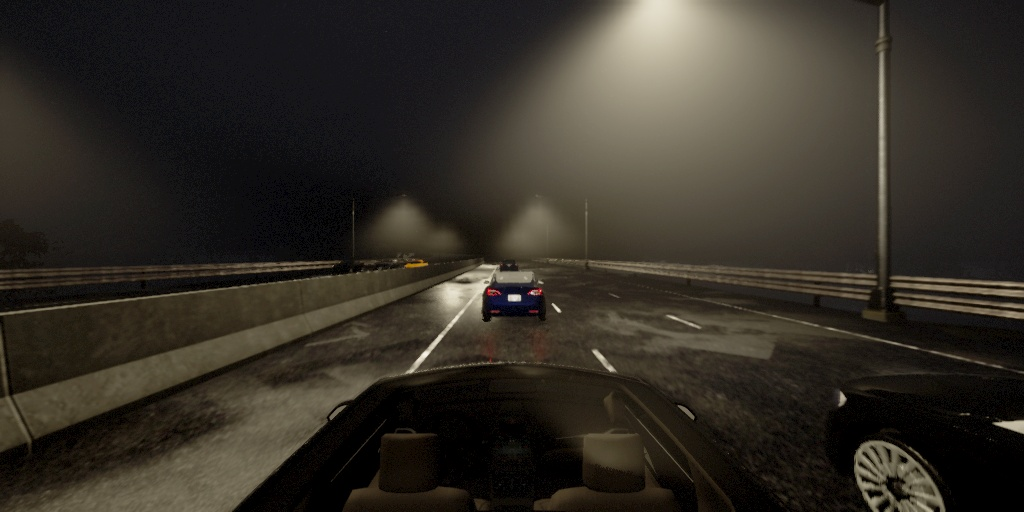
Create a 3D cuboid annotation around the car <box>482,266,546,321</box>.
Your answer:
[{"bbox_3d":[0.056,1.248,12.495,2.163,1.488,4.792,0,0,0],"label":"car"}]

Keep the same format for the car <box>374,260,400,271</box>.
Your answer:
[{"bbox_3d":[-14.567,1.236,41.998,2.128,1.511,4.902,0,0,-1],"label":"car"}]

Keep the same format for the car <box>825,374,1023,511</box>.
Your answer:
[{"bbox_3d":[3.594,1.240,1.046,2.128,1.511,4.902,0,0,0],"label":"car"}]

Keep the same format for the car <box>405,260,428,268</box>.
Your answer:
[{"bbox_3d":[-11.065,1.221,41.865,1.882,1.535,5.008,0,0,-1],"label":"car"}]

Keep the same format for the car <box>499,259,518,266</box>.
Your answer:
[{"bbox_3d":[-0.376,1.092,41.963,2.097,1.767,4.553,0,0,-1],"label":"car"}]

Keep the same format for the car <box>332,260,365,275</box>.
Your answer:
[{"bbox_3d":[-18.017,1.225,39.723,1.882,1.535,5.008,0,0,-1],"label":"car"}]
